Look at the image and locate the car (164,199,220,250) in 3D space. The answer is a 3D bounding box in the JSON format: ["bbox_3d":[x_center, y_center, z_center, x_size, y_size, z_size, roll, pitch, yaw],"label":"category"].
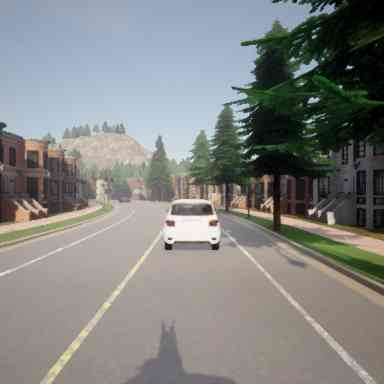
[{"bbox_3d":[0.000,1.307,14.652,2.150,2.045,5.566,0,0,0],"label":"car"}]

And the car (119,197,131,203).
[{"bbox_3d":[-14.858,1.781,73.721,1.994,1.385,4.181,0,0,-23],"label":"car"}]

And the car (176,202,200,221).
[{"bbox_3d":[-0.416,1.638,29.744,1.812,1.442,4.674,0,0,-4],"label":"car"}]
